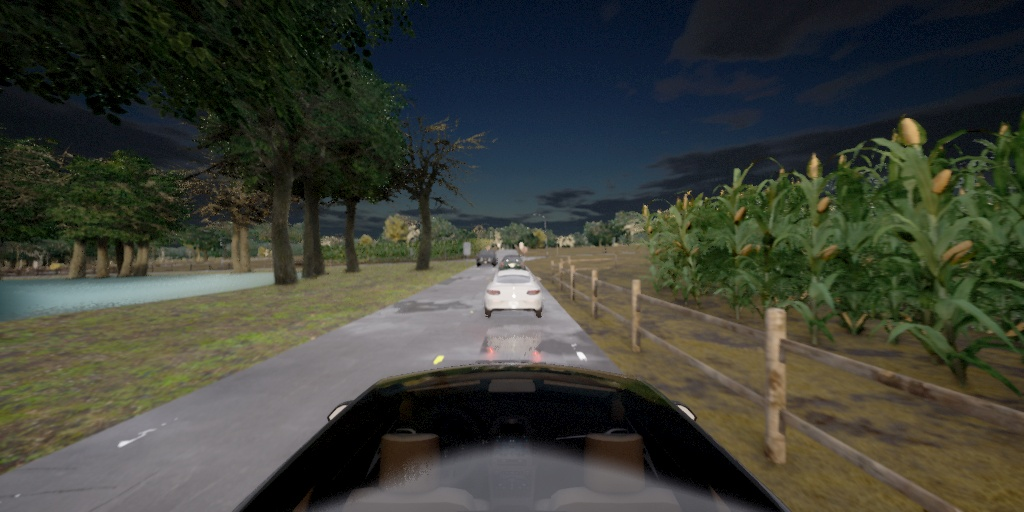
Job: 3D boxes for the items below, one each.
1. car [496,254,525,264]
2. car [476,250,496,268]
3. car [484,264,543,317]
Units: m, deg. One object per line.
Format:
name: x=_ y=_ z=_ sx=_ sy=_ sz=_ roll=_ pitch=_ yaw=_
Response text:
car: x=0.023 y=0.696 z=29.633 sx=2.097 sy=1.767 sz=4.553 roll=0 pitch=1 yaw=0
car: x=-2.921 y=0.270 z=42.082 sx=2.150 sy=2.045 sz=5.566 roll=0 pitch=2 yaw=0
car: x=0.051 y=1.178 z=12.683 sx=1.812 sy=1.442 sz=4.674 roll=0 pitch=1 yaw=0
